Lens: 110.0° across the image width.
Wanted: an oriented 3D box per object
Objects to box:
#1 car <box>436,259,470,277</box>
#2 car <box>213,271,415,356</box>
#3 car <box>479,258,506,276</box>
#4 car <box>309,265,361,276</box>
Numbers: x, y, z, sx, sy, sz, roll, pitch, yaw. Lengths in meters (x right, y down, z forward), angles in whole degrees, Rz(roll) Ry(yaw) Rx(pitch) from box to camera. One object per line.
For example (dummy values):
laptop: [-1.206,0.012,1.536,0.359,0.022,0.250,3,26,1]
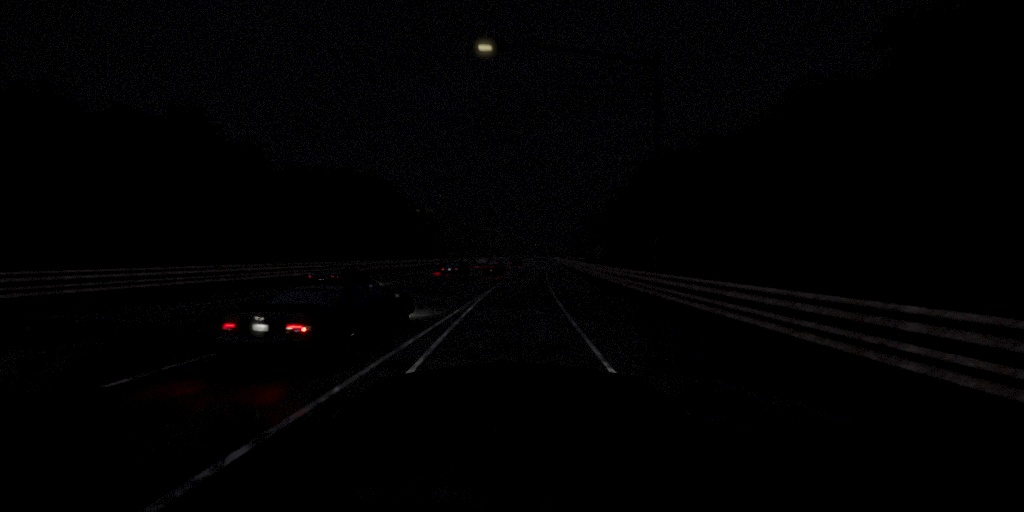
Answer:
car: [-5.419,1.242,34.807,2.033,1.411,5.357,0,0,5]
car: [-4.082,1.270,8.618,2.033,1.411,5.357,0,0,5]
car: [-1.767,1.193,36.522,1.882,1.535,5.008,0,0,5]
car: [-10.069,1.241,21.145,1.994,1.385,4.181,0,0,5]
